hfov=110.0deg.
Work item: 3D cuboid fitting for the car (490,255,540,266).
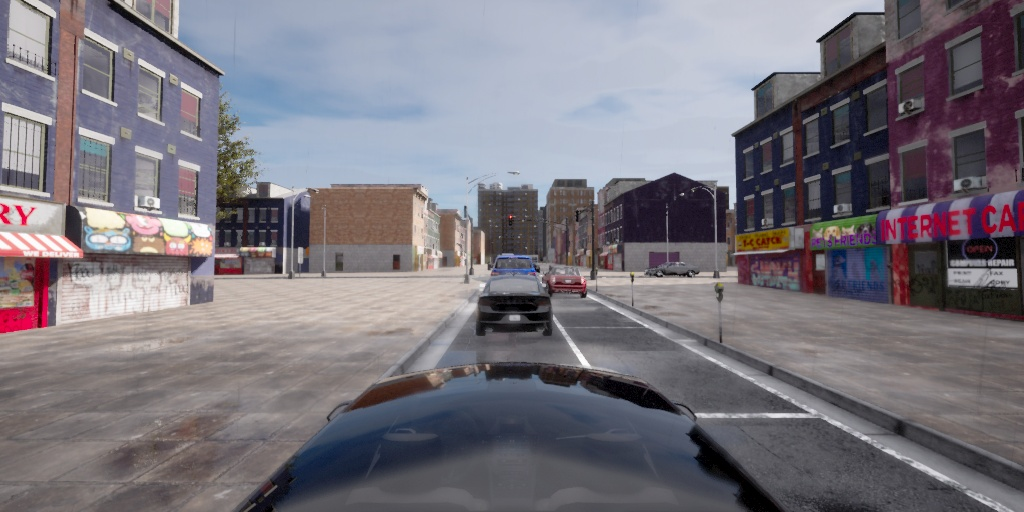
[{"bbox_3d":[0.063,0.992,18.035,2.150,2.045,5.566,0,0,0],"label":"car"}]

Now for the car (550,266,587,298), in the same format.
[{"bbox_3d":[2.610,1.210,18.724,1.967,1.591,4.097,0,0,0],"label":"car"}]

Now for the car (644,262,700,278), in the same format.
[{"bbox_3d":[14.940,1.314,33.571,4.902,1.511,2.128,0,-2,0],"label":"car"}]

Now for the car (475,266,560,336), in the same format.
[{"bbox_3d":[0.033,1.235,10.490,1.882,1.535,5.008,0,0,-1],"label":"car"}]
